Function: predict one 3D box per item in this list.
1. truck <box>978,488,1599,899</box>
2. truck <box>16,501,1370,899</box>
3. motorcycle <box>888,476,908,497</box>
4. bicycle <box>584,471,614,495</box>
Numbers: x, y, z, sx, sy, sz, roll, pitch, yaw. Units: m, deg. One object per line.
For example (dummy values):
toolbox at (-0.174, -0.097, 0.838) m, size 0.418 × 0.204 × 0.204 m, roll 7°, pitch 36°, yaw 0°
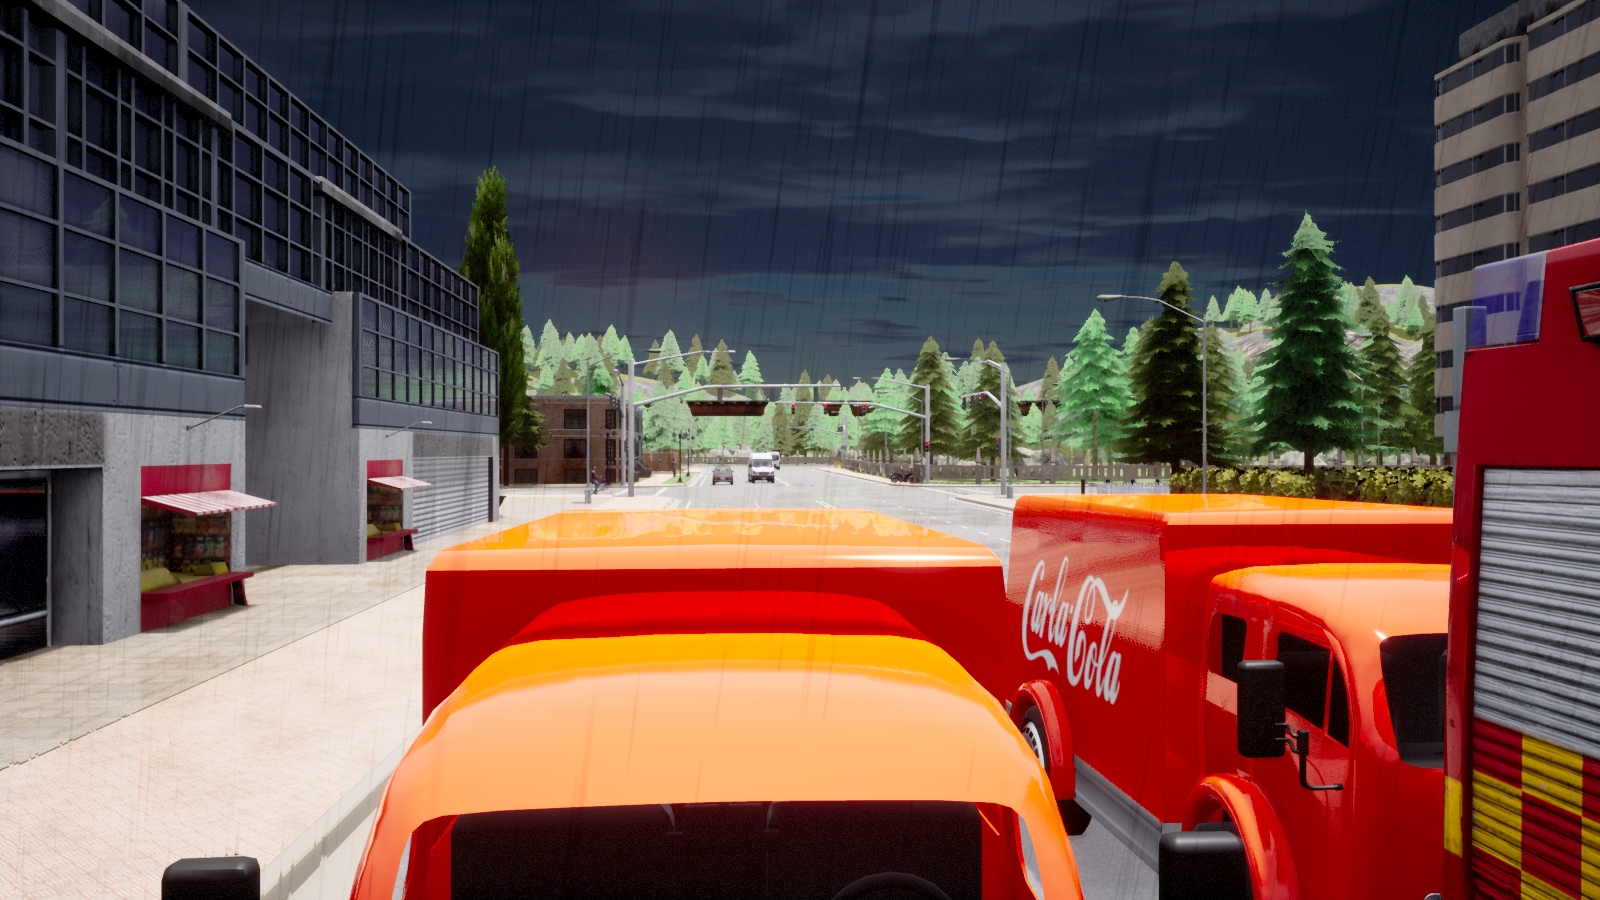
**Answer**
truck at (3.003, 1.568, 7.234) m, size 2.627 × 2.467 × 5.204 m, roll 0°, pitch 0°, yaw -4°
truck at (-0.347, 1.568, 4.821) m, size 2.627 × 2.467 × 5.204 m, roll 0°, pitch 0°, yaw -4°
motorcycle at (5.944, 2.205, 69.519) m, size 0.867 × 1.251 × 2.209 m, roll 0°, pitch 0°, yaw -4°
bicycle at (-12.531, 2.060, 71.198) m, size 1.835 × 1.471 × 0.329 m, roll 0°, pitch 0°, yaw -11°
